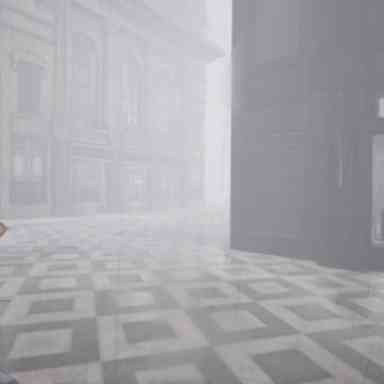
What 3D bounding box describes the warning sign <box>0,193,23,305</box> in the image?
[{"bbox_3d":[-3.789,0.963,5.640,1.060,1.860,1.300,1,1,36],"label":"warning sign"}]
